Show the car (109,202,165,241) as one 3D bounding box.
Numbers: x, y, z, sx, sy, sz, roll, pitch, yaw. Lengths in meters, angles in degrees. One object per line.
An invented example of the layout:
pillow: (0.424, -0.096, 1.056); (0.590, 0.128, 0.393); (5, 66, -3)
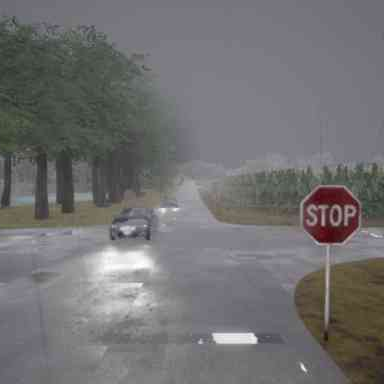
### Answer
car: (-2.748, 1.459, 16.586); (2.128, 1.511, 4.902); (0, 0, 0)

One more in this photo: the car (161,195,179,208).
car: (-2.744, 1.189, 41.874); (1.837, 1.490, 4.892); (0, 1, 0)
